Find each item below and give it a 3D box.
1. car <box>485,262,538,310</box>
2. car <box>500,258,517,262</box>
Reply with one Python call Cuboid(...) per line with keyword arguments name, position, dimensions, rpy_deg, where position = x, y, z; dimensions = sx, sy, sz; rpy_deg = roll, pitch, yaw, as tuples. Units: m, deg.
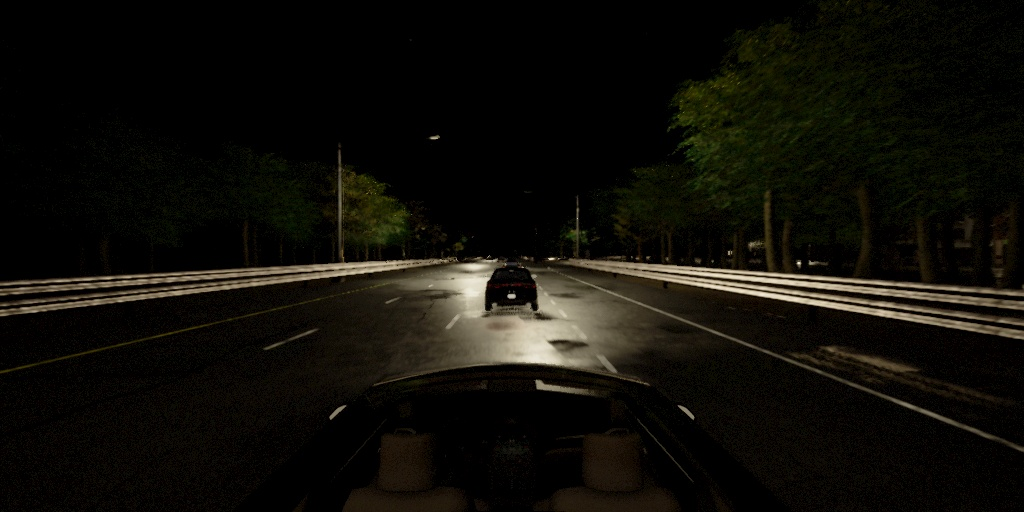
Cuboid(name="car", position=(-0.020, 1.189, 14.513), dimensions=(1.882, 1.535, 5.008), rpy_deg=(0, 0, 0))
Cuboid(name="car", position=(-0.045, 1.212, 35.636), dimensions=(1.994, 1.385, 4.181), rpy_deg=(0, 0, 0))
